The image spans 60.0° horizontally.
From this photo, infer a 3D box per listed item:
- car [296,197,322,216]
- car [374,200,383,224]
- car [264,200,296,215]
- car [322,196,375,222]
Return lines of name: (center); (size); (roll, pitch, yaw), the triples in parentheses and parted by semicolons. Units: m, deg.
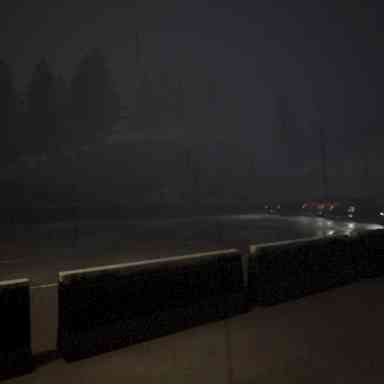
car: (11.581, 1.171, 28.744); (4.553, 1.767, 2.097); (-1, 1, -34)
car: (14.466, 1.385, 22.252); (4.674, 1.442, 1.812); (0, 0, -34)
car: (9.019, 1.414, 31.241); (4.718, 1.301, 1.895); (-1, 1, -34)
car: (12.307, 1.199, 25.018); (4.553, 1.767, 2.097); (-1, 1, -34)
